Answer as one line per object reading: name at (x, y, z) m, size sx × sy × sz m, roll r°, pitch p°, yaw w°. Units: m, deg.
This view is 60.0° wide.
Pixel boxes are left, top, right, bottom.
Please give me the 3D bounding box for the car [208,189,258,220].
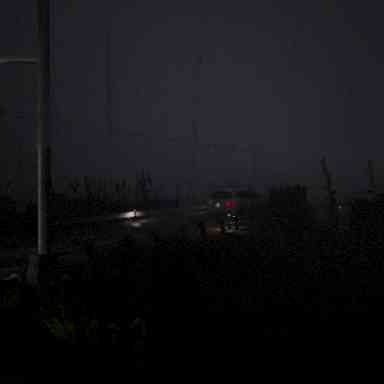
car at (3.413, 0.783, 23.088) m, size 2.150 × 2.045 × 5.566 m, roll -1°, pitch 2°, yaw 42°
